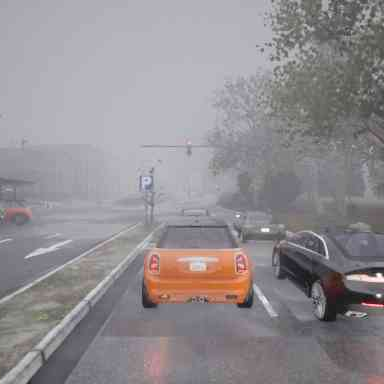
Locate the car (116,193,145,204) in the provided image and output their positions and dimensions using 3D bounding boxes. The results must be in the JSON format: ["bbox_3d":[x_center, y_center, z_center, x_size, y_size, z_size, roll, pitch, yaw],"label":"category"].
[{"bbox_3d":[-11.503,1.357,60.997,4.792,1.488,2.163,-1,0,-15],"label":"car"}]

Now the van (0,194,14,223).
[{"bbox_3d":[-13.622,1.296,20.211,4.442,1.987,1.878,-1,0,-20],"label":"van"}]

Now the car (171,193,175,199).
[{"bbox_3d":[-8.087,1.063,87.941,5.566,2.045,2.435,-1,0,-12],"label":"car"}]

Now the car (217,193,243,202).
[{"bbox_3d":[7.603,1.140,66.580,4.553,1.767,2.185,1,0,-14],"label":"car"}]

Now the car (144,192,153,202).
[{"bbox_3d":[-10.861,1.314,63.990,5.366,1.575,1.946,-1,0,-15],"label":"car"}]

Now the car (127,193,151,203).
[{"bbox_3d":[-10.770,1.194,66.942,4.553,1.767,2.185,-1,0,-14],"label":"car"}]

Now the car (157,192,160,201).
[{"bbox_3d":[-10.083,1.320,72.954,4.892,1.521,2.231,-1,0,-14],"label":"car"}]

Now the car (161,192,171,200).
[{"bbox_3d":[-8.534,1.356,84.935,4.674,1.452,2.002,-1,0,-12],"label":"car"}]

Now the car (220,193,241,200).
[{"bbox_3d":[9.380,1.127,81.281,4.553,1.767,2.185,1,0,-12],"label":"car"}]

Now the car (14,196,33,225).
[{"bbox_3d":[-13.650,1.402,23.189,4.553,1.767,2.185,-1,0,-19],"label":"car"}]

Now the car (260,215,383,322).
[{"bbox_3d":[3.102,1.501,7.217,2.128,1.511,4.902,0,0,0],"label":"car"}]

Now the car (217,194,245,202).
[{"bbox_3d":[8.136,1.262,69.574,5.366,1.575,1.946,1,0,-13],"label":"car"}]

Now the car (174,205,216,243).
[{"bbox_3d":[0.154,1.531,17.179,1.837,1.490,4.892,0,0,1],"label":"car"}]

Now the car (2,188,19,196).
[{"bbox_3d":[-28.215,0.136,51.850,2.002,1.452,4.674,6,-3,-19],"label":"car"}]

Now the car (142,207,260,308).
[{"bbox_3d":[0.104,1.363,8.094,2.097,1.767,4.553,0,0,0],"label":"car"}]

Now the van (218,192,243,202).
[{"bbox_3d":[7.222,1.041,63.610,4.442,1.987,1.878,1,0,-14],"label":"van"}]

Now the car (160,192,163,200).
[{"bbox_3d":[-9.713,1.358,75.950,4.674,1.452,2.002,-1,0,-13],"label":"car"}]

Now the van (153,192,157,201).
[{"bbox_3d":[-10.308,1.091,69.983,4.442,1.987,1.878,-1,0,-14],"label":"van"}]

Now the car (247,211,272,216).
[{"bbox_3d":[3.144,1.587,16.129,1.994,1.385,4.181,0,0,1],"label":"car"}]
